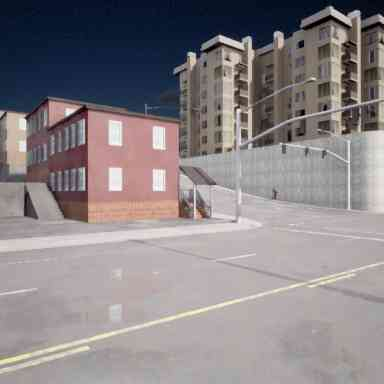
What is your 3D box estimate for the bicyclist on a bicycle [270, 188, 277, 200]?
[{"bbox_3d":[11.200,0.301,45.389,1.656,1.620,0.582,0,6,-35],"label":"bicyclist on a bicycle"}]
